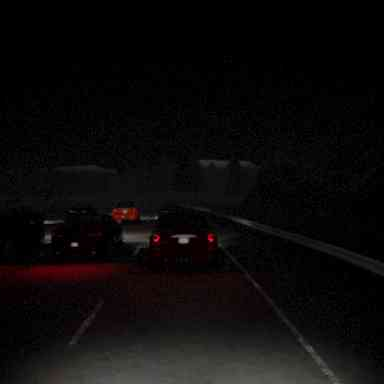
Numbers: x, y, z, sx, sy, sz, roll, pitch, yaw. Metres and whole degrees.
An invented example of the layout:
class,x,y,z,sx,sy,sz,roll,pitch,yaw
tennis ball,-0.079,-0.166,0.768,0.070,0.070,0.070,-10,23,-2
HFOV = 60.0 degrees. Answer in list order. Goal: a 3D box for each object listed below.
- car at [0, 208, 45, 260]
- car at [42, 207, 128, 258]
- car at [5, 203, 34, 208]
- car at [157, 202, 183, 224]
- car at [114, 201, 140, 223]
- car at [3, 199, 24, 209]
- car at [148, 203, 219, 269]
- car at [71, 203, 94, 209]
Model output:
class,x,y,z,sx,sy,sz,roll,pitch,yaw
car,-7.422,1.579,12.898,1.882,1.535,5.008,0,-1,-4
car,-3.938,1.570,13.193,1.882,1.535,5.008,0,-1,-4
car,-11.913,1.726,23.372,2.033,1.411,5.357,0,0,-7
car,-1.932,1.682,28.153,1.837,1.490,4.892,0,0,-8
car,-5.376,1.533,27.432,2.097,1.767,4.553,0,0,-7
car,-28.854,1.892,53.836,1.882,1.535,5.008,0,0,-15
car,-0.344,1.423,11.653,2.097,1.767,4.553,0,0,-3
car,-8.900,1.685,27.425,2.128,1.511,4.902,0,0,-8
